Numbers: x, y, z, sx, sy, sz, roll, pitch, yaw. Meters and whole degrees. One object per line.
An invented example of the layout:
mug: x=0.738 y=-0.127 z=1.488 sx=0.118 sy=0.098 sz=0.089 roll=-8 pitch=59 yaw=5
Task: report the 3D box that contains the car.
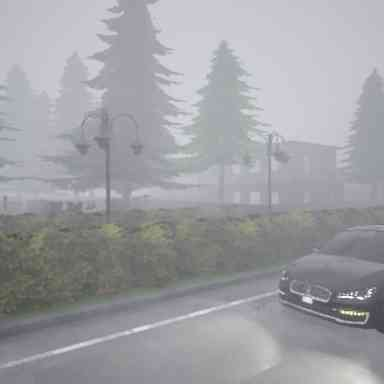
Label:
car: x=3.816 y=1.465 z=6.696 sx=4.892 sy=1.490 sz=1.837 roll=0 pitch=0 yaw=-35
